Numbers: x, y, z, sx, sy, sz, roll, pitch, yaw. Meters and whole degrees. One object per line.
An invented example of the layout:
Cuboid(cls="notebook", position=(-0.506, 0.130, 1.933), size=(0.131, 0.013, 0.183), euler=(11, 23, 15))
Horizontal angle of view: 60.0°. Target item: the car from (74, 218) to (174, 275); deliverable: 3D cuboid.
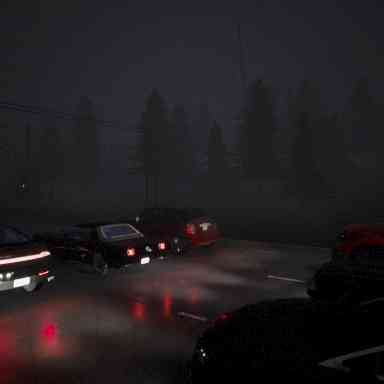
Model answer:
Cuboid(cls="car", position=(-3.067, 1.600, 10.469), size=(4.718, 1.301, 1.895), euler=(0, 0, 37))

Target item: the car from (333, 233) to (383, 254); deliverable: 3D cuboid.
Cuboid(cls="car", position=(4.362, 1.601, 5.184), size=(4.718, 1.301, 1.895), euler=(0, 0, 35))

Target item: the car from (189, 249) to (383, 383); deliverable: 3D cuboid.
Cuboid(cls="car", position=(2.208, 1.492, 2.401), size=(4.902, 1.511, 2.128), euler=(0, 0, 36))

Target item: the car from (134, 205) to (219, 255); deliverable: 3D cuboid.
Cuboid(cls="car", position=(-1.246, 1.351, 13.474), size=(4.553, 1.767, 2.097), euler=(0, 0, 36))

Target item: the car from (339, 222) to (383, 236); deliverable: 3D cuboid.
Cuboid(cls="car", position=(6.422, 1.222, 8.013), size=(5.566, 2.045, 2.150), euler=(0, 0, 35))

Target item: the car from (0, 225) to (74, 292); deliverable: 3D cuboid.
Cuboid(cls="car", position=(-5.196, 1.491, 7.692), size=(4.902, 1.511, 2.128), euler=(0, 0, 35))
